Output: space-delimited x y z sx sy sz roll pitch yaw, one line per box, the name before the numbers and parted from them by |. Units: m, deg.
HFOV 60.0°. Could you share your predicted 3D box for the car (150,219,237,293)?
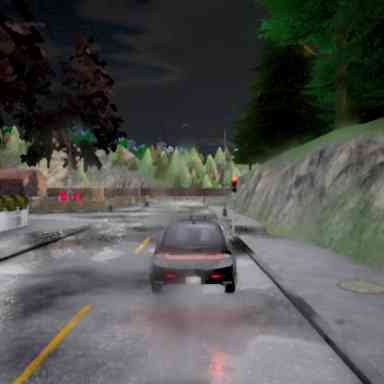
car | 0.050 1.465 8.764 2.128 1.511 4.902 0 0 1
